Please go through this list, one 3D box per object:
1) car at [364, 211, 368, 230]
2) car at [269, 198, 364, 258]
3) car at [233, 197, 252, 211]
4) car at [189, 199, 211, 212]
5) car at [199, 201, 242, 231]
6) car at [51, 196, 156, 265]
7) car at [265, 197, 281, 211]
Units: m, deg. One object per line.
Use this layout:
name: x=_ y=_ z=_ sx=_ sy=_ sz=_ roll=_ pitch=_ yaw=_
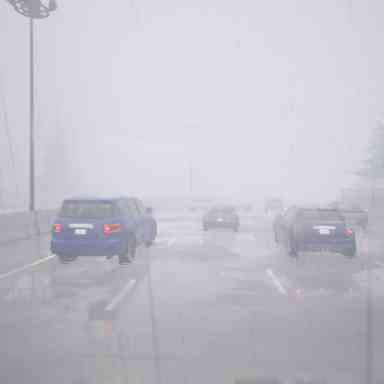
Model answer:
car: x=8.913 y=1.364 z=19.980 sx=2.128 sy=1.511 sz=4.902 roll=0 pitch=0 yaw=9
car: x=4.411 y=1.270 z=12.667 sx=2.097 sy=1.767 sz=4.553 roll=0 pitch=0 yaw=5
car: x=5.477 y=1.289 z=36.636 sx=1.812 sy=1.442 sz=4.674 roll=0 pitch=0 yaw=15
car: x=1.177 y=1.379 z=34.204 sx=1.895 sy=1.301 sz=4.718 roll=0 pitch=0 yaw=14
car: x=1.809 y=1.436 z=19.756 sx=1.994 sy=1.385 sz=4.181 roll=0 pitch=0 yaw=9
car: x=-2.755 y=1.145 z=11.635 sx=2.150 sy=2.045 sz=5.566 roll=0 pitch=0 yaw=5
car: x=8.930 y=1.259 z=35.922 sx=2.128 sy=1.511 sz=4.902 roll=0 pitch=0 yaw=16
